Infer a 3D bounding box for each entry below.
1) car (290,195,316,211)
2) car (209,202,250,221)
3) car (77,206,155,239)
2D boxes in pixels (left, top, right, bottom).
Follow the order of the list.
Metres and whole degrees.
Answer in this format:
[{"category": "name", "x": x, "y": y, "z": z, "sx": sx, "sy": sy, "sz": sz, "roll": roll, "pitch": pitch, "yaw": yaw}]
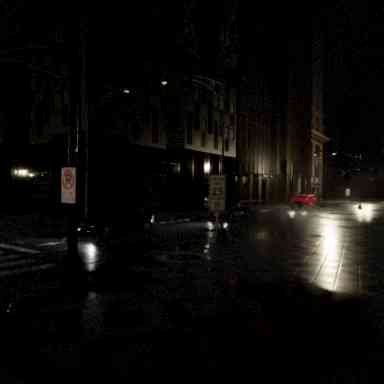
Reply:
[{"category": "car", "x": 14.967, "y": 1.370, "z": 44.590, "sx": 2.150, "sy": 2.045, "sz": 5.566, "roll": 1, "pitch": 0, "yaw": 36}, {"category": "car", "x": 3.261, "y": 1.578, "z": 28.165, "sx": 2.128, "sy": 1.511, "sz": 4.902, "roll": 1, "pitch": 0, "yaw": 35}, {"category": "car", "x": -4.039, "y": 1.549, "z": 17.852, "sx": 1.837, "sy": 1.490, "sz": 4.892, "roll": 1, "pitch": 0, "yaw": 34}]
